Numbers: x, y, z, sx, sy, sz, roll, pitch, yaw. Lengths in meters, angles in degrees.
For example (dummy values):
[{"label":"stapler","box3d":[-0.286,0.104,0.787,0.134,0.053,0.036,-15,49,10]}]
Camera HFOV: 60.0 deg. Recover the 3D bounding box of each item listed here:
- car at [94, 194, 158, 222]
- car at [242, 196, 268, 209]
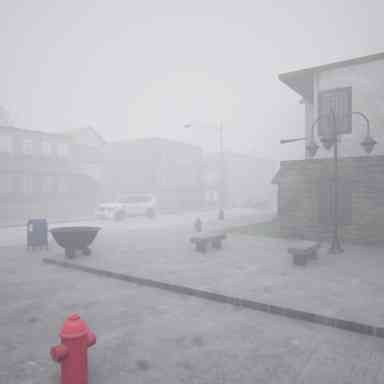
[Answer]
[{"label":"car","box3d":[-5.160,1.215,26.820,2.150,2.045,5.566,0,1,35]},{"label":"car","box3d":[8.774,1.351,46.266,2.097,1.767,4.553,0,0,36]}]
